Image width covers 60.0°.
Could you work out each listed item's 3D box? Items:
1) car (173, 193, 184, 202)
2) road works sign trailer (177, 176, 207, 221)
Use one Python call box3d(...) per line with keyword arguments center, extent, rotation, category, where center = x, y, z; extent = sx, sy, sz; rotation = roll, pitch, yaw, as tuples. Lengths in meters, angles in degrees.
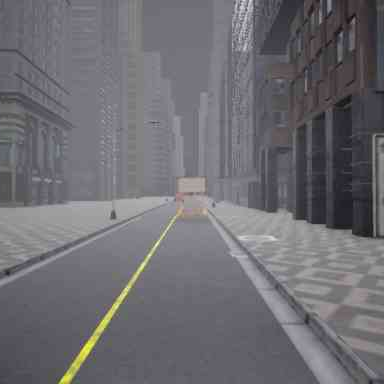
box3d(center=(-3.001, 1.298, 75.895), extent=(2.150, 2.045, 5.566), rotation=(0, 0, 0), category="car")
box3d(center=(-0.018, 0.469, 27.599), extent=(2.380, 3.560, 2.880), rotation=(-1, 0, 0), category="road works sign trailer")
